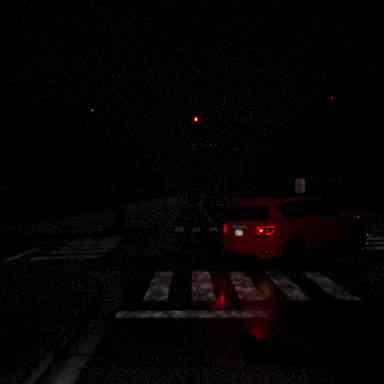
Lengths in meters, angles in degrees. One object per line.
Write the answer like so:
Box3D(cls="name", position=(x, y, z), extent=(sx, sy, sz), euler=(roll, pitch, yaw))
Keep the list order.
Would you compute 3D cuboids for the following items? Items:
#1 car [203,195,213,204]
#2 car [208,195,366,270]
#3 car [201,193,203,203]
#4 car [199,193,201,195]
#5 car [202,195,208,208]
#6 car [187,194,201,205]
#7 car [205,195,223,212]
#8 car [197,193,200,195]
Box3D(cls="car", position=(3.021, 1.420, 63.616), extent=(1.801, 1.575, 5.366), euler=(0, 0, 0))
Box3D(cls="car", position=(3.512, 1.131, 11.145), extent=(5.566, 2.045, 2.150), euler=(-3, 0, -37))
Box3D(cls="car", position=(2.626, 1.264, 43.031), extent=(2.192, 1.841, 5.009), euler=(-1, 0, 0))
Box3D(cls="car", position=(2.984, 1.327, 70.397), extent=(2.097, 1.767, 4.553), euler=(0, 0, 0))
Box3D(cls="car", position=(2.627, 1.264, 37.628), extent=(2.192, 1.841, 5.009), euler=(-1, 0, 0))
Box3D(cls="car", position=(0.058, 1.522, 58.461), extent=(1.994, 1.385, 4.181), euler=(0, 0, 0))
Box3D(cls="car", position=(2.628, 1.391, 32.226), extent=(1.967, 1.590, 4.097), euler=(-1, 0, 0))
Box3D(cls="car", position=(-0.004, 1.535, 67.703), extent=(2.033, 1.411, 5.357), euler=(0, 0, 0))
